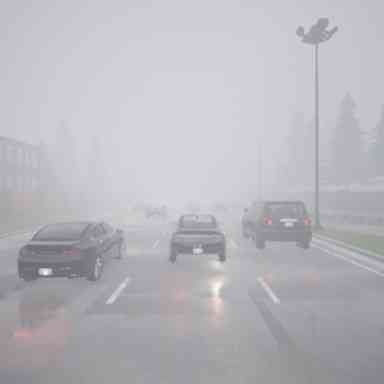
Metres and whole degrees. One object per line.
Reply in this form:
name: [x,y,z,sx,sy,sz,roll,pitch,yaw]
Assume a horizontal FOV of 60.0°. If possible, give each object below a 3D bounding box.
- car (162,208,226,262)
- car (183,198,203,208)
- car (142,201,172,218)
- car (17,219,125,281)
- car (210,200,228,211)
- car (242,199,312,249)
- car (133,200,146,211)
car: [0.191,1.580,12.542,2.128,1.511,4.902,0,0,0]
car: [0.173,1.881,45.799,1.994,1.385,4.181,0,0,0]
car: [-3.300,1.821,32.044,1.895,1.301,4.718,0,0,0]
car: [-3.324,1.574,10.016,1.837,1.490,4.892,0,0,1]
car: [3.675,1.841,45.079,1.812,1.442,4.674,0,-1,0]
car: [3.705,1.333,15.369,2.150,2.045,5.566,0,0,0]
car: [-6.825,1.834,45.100,1.812,1.442,4.674,0,0,0]
